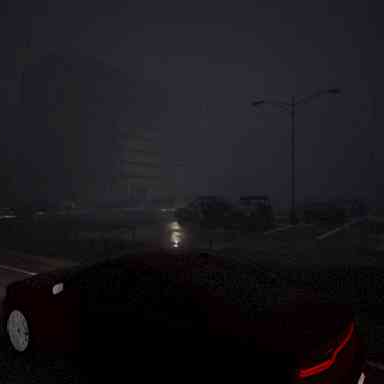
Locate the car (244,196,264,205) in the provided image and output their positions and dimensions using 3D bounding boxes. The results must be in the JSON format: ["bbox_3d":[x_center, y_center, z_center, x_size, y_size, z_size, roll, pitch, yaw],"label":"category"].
[{"bbox_3d":[11.491,1.526,61.506,1.812,1.442,4.674,0,0,34],"label":"car"}]

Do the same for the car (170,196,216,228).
[{"bbox_3d":[0.939,1.153,20.732,1.932,1.855,4.605,0,0,34],"label":"car"}]

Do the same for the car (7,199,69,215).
[{"bbox_3d":[-15.730,1.547,33.846,2.033,1.411,5.357,0,0,34],"label":"car"}]

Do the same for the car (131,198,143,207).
[{"bbox_3d":[-9.600,1.547,49.271,2.033,1.411,5.357,0,0,33],"label":"car"}]

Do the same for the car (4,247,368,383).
[{"bbox_3d":[-0.533,1.478,4.369,5.008,1.535,1.882,0,0,35],"label":"car"}]

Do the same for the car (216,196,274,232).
[{"bbox_3d":[3.306,1.156,19.066,1.905,1.878,3.866,0,0,34],"label":"car"}]

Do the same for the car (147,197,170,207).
[{"bbox_3d":[-4.716,1.490,50.238,2.128,1.511,4.902,0,0,34],"label":"car"}]

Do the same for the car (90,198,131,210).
[{"bbox_3d":[-10.388,1.601,41.808,1.895,1.301,4.718,0,0,34],"label":"car"}]

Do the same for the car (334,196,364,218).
[{"bbox_3d":[15.329,1.395,32.023,1.970,1.475,3.806,0,0,34],"label":"car"}]

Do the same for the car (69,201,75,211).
[{"bbox_3d":[-16.182,1.526,39.434,1.812,1.442,4.674,0,0,34],"label":"car"}]
